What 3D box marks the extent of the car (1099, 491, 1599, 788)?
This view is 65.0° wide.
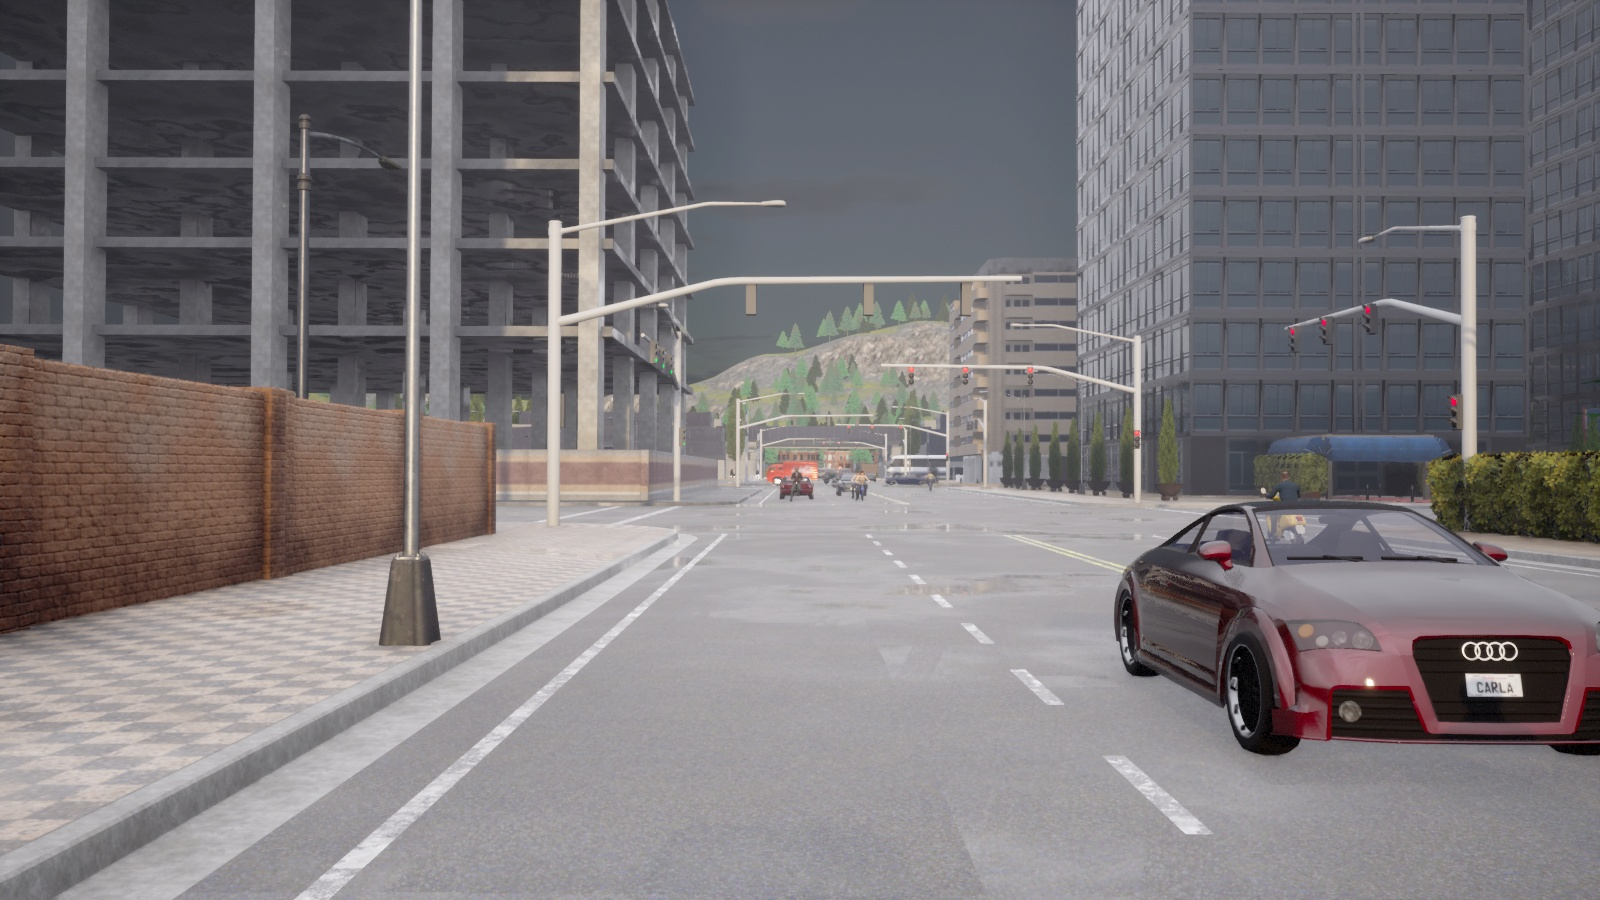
[{"bbox_3d":[3.480,1.004,8.286,1.994,1.385,4.181,0,-1,0],"label":"car"}]

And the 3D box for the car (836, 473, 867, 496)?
[{"bbox_3d":[3.309,2.183,80.926,1.812,1.442,4.674,0,-1,0],"label":"car"}]

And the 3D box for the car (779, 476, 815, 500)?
[{"bbox_3d":[-0.164,2.091,70.149,1.895,1.301,4.718,0,-1,0],"label":"car"}]
